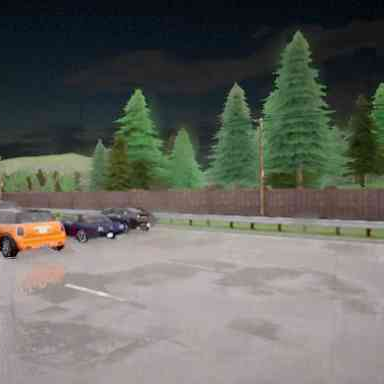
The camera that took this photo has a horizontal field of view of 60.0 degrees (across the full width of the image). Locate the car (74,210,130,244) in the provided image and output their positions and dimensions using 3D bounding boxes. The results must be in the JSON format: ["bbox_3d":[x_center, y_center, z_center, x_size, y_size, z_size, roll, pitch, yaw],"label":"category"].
[{"bbox_3d":[-5.532,1.698,16.489,4.718,1.301,1.895,0,0,36],"label":"car"}]

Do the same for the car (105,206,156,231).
[{"bbox_3d":[-4.377,1.609,19.973,4.892,1.490,1.837,-1,0,36],"label":"car"}]

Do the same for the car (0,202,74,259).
[{"bbox_3d":[-7.132,1.445,13.327,4.553,1.767,2.097,-1,0,36],"label":"car"}]
